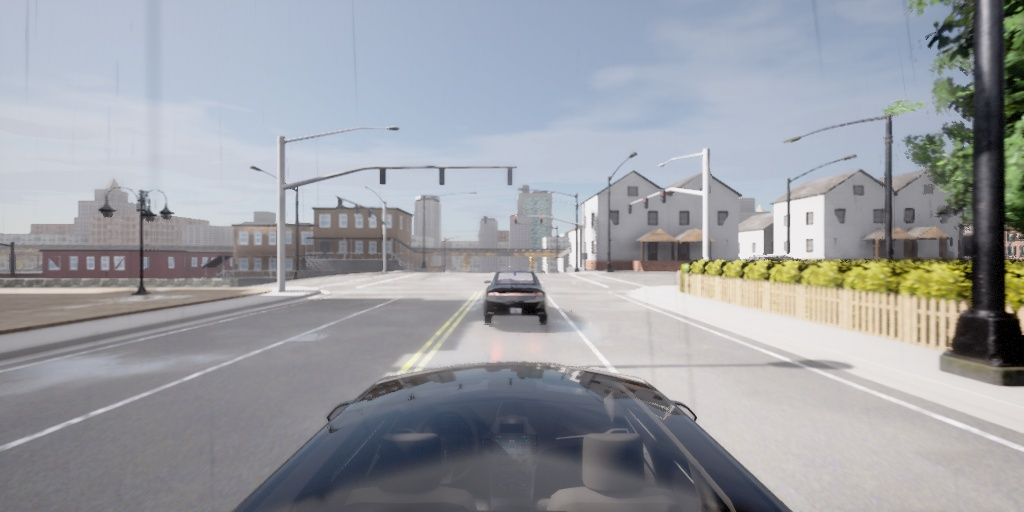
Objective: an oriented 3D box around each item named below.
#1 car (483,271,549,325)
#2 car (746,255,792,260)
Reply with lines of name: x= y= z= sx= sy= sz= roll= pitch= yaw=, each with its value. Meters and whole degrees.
car: x=0.098 y=1.224 z=11.751 sx=2.128 sy=1.511 sz=4.902 roll=0 pitch=0 yaw=0
car: x=22.228 y=0.923 z=32.055 sx=5.566 sy=2.045 sz=2.150 roll=0 pitch=0 yaw=-1
